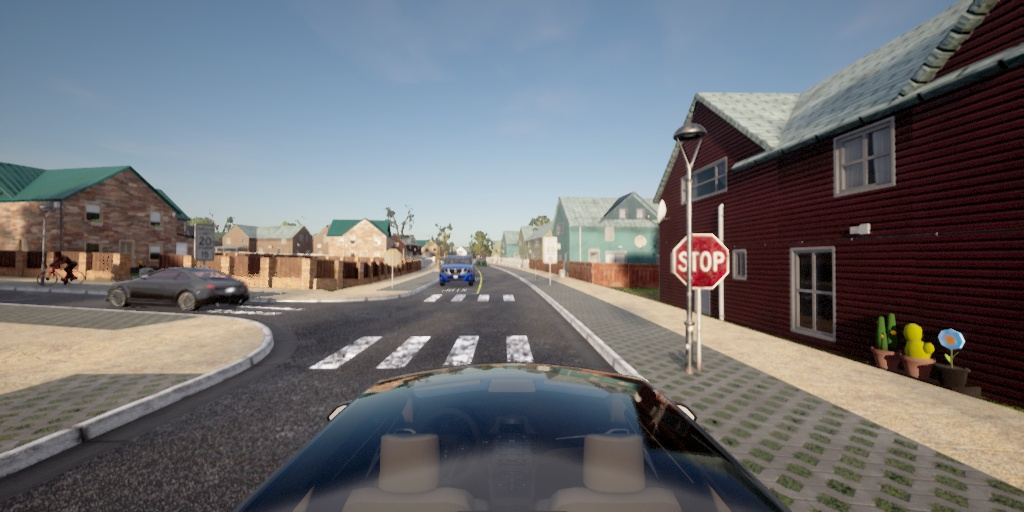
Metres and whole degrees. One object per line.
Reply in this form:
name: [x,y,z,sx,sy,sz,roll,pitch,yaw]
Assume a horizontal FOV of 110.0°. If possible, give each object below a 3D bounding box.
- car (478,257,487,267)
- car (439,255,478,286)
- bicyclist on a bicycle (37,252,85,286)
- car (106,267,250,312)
car: [-5.748,1.035,64.578,2.097,1.767,4.553,0,0,-11]
car: [-3.724,0.948,25.140,2.150,2.045,5.566,0,0,-4]
bicyclist on a bicycle: [-21.487,0.621,17.126,0.582,1.620,1.656,1,0,9]
car: [-11.566,1.085,12.549,4.181,1.385,1.994,1,-1,9]
